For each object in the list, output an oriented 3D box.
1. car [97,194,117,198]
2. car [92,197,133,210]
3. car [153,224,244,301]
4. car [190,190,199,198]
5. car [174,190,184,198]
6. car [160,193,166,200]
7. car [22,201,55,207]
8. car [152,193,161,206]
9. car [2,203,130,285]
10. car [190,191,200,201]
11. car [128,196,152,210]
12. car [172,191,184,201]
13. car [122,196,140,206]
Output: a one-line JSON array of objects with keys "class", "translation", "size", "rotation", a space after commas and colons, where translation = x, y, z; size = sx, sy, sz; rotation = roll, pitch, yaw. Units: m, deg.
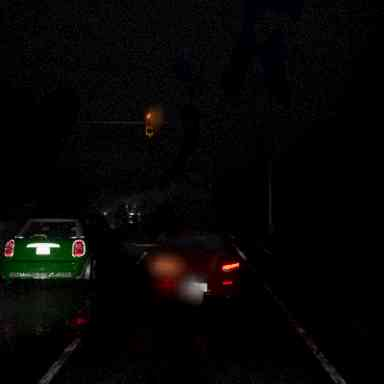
[{"class": "car", "translation": [-10.329, 1.223, 40.188], "size": [2.150, 2.045, 5.566], "rotation": [0, 0, 0]}, {"class": "car", "translation": [-6.922, 1.492, 29.069], "size": [2.128, 1.511, 4.902], "rotation": [0, 0, 1]}, {"class": "car", "translation": [0.132, 1.526, 8.192], "size": [1.812, 1.442, 4.674], "rotation": [0, 0, 0]}, {"class": "car", "translation": [0.575, 0.473, 76.766], "size": [1.837, 1.490, 4.892], "rotation": [0, 3, 0]}, {"class": "car", "translation": [-2.927, 0.510, 76.557], "size": [2.128, 1.511, 4.902], "rotation": [0, 3, 0]}, {"class": "car", "translation": [-6.492, 0.978, 68.891], "size": [1.895, 1.301, 4.718], "rotation": [0, 3, 0]}, {"class": "car", "translation": [-12.528, 1.477, 27.005], "size": [1.882, 1.535, 5.008], "rotation": [1, 0, 28]}, {"class": "car", "translation": [-6.699, 1.463, 54.810], "size": [1.837, 1.490, 4.892], "rotation": [0, 1, 1]}, {"class": "car", "translation": [-3.360, 1.352, 9.659], "size": [2.097, 1.767, 4.553], "rotation": [0, 0, 0]}, {"class": "car", "translation": [0.591, 0.846, 66.686], "size": [2.097, 1.767, 4.553], "rotation": [0, 3, 0]}, {"class": "car", "translation": [-6.811, 1.492, 41.965], "size": [2.128, 1.511, 4.902], "rotation": [0, 0, 1]}, {"class": "car", "translation": [-2.912, 0.985, 66.448], "size": [1.882, 1.535, 5.008], "rotation": [0, 3, 1]}, {"class": "car", "translation": [-10.184, 1.428, 55.956], "size": [2.128, 1.511, 4.902], "rotation": [0, 1, 0]}]
